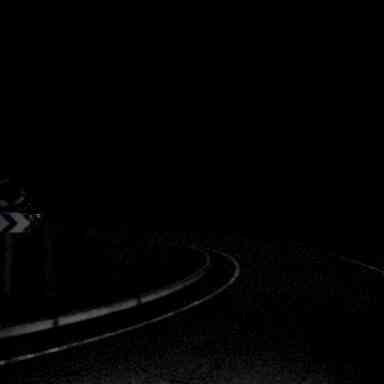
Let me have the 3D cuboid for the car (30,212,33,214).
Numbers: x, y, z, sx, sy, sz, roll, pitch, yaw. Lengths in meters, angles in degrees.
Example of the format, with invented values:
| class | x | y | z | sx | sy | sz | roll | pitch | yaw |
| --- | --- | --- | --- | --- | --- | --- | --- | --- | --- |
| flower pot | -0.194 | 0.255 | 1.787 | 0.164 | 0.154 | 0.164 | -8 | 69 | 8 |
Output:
| class | x | y | z | sx | sy | sz | roll | pitch | yaw |
| --- | --- | --- | --- | --- | --- | --- | --- | --- | --- |
| car | -30.326 | 3.525 | 64.432 | 1.812 | 1.442 | 4.674 | 2 | -3 | -20 |
